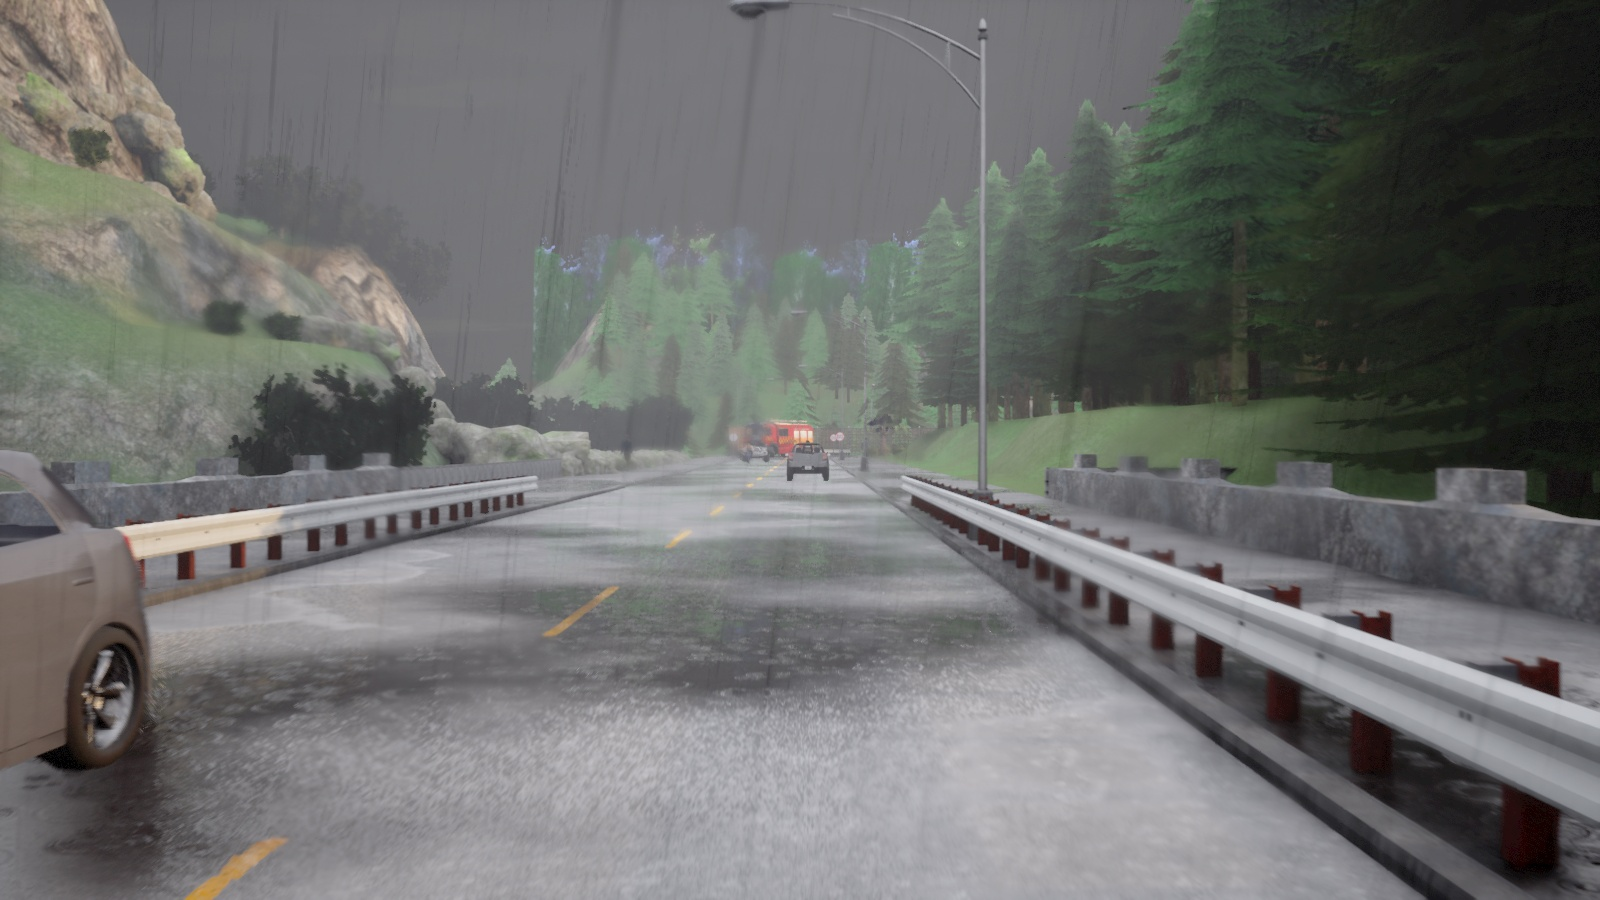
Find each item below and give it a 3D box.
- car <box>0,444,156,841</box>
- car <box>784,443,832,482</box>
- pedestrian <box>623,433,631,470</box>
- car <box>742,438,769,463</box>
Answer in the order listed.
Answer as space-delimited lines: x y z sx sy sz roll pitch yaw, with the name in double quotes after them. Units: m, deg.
-3.961 0.734 4.091 1.845 1.501 3.633 0 0 0 "car"
0.315 0.475 50.554 1.845 1.501 3.633 0 0 0 "car"
-8.682 0.094 63.031 0.402 1.842 0.726 0 0 -4 "pedestrian"
-3.415 0.013 97.230 1.932 1.855 4.605 0 0 0 "car"
